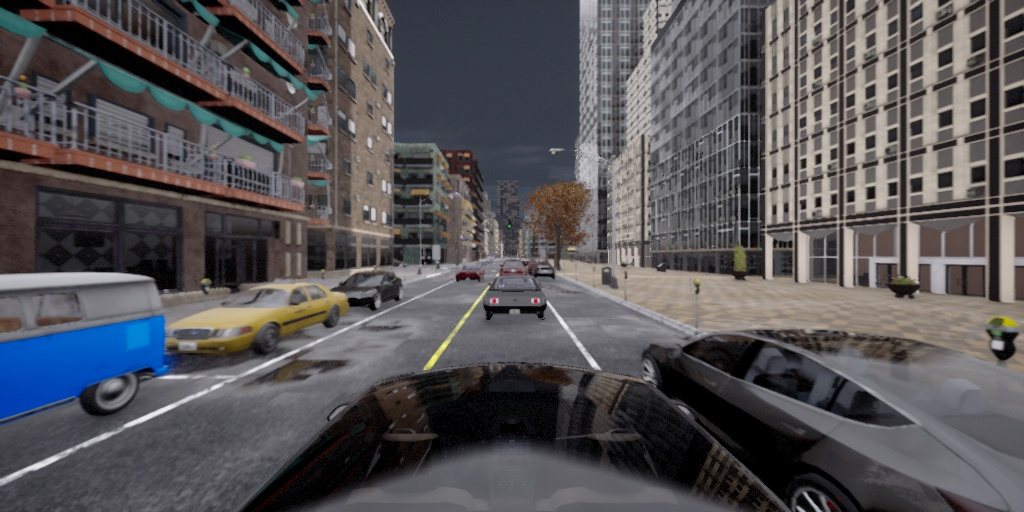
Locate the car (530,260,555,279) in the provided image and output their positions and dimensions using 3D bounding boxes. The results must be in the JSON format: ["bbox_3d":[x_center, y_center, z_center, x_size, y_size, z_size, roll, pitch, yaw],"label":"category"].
[{"bbox_3d":[2.692,1.258,30.961,1.948,1.339,4.313,0,0,0],"label":"car"}]

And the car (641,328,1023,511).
[{"bbox_3d":[2.692,1.312,3.347,1.948,1.339,4.313,0,0,0],"label":"car"}]

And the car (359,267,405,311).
[{"bbox_3d":[-5.689,1.288,14.394,1.948,1.339,4.313,0,0,0],"label":"car"}]

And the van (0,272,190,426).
[{"bbox_3d":[-5.689,1.087,3.348,1.690,1.789,3.998,0,0,0],"label":"van"}]

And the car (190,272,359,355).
[{"bbox_3d":[-5.689,1.259,8.701,1.751,1.417,4.829,0,0,0],"label":"car"}]

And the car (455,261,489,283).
[{"bbox_3d":[-3.093,1.299,27.222,1.895,1.301,4.718,0,0,0],"label":"car"}]

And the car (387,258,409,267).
[{"bbox_3d":[-16.434,1.002,49.456,4.403,1.370,2.007,0,0,-1],"label":"car"}]

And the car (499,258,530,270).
[{"bbox_3d":[0.089,1.049,28.016,2.097,1.767,4.553,0,0,0],"label":"car"}]

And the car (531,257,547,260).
[{"bbox_3d":[2.692,0.997,36.484,2.192,1.841,5.009,0,0,0],"label":"car"}]

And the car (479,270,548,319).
[{"bbox_3d":[0.091,1.326,12.608,1.895,1.301,4.718,0,0,0],"label":"car"}]
